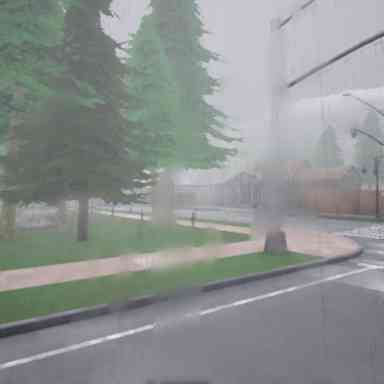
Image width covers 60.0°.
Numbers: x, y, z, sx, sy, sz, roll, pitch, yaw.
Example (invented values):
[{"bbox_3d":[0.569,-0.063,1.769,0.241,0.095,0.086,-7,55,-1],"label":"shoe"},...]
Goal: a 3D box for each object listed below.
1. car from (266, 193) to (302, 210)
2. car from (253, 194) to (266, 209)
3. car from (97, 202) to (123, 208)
[{"bbox_3d":[11.081,1.090,38.205,4.605,1.855,1.932,0,0,-37],"label":"car"},{"bbox_3d":[9.263,1.093,39.985,3.866,1.878,1.905,0,0,-37],"label":"car"},{"bbox_3d":[-11.655,1.494,46.877,2.033,1.411,5.357,0,0,-38],"label":"car"}]
